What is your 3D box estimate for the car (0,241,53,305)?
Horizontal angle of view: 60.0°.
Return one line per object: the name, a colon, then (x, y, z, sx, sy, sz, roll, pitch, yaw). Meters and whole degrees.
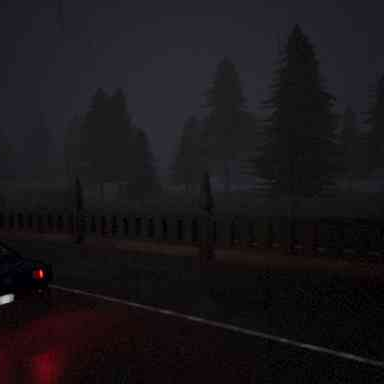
car: (-5.251, 1.656, 7.097, 4.718, 1.301, 1.895, -1, 0, 31)
